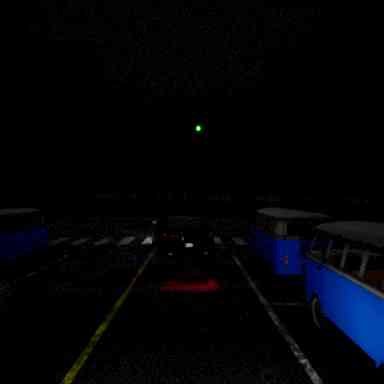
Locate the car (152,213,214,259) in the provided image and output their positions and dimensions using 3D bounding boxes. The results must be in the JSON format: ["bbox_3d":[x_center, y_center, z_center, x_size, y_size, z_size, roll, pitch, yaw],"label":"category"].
[{"bbox_3d":[-0.486,1.548,12.998,1.882,1.535,5.008,0,0,-9],"label":"car"}]

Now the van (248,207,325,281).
[{"bbox_3d":[2.762,1.393,9.757,1.690,1.788,3.998,0,0,0],"label":"van"}]

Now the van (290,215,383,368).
[{"bbox_3d":[2.761,1.364,4.319,1.690,1.788,3.998,0,0,0],"label":"van"}]

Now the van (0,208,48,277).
[{"bbox_3d":[-5.764,1.393,9.758,1.690,1.788,3.998,0,0,0],"label":"van"}]
